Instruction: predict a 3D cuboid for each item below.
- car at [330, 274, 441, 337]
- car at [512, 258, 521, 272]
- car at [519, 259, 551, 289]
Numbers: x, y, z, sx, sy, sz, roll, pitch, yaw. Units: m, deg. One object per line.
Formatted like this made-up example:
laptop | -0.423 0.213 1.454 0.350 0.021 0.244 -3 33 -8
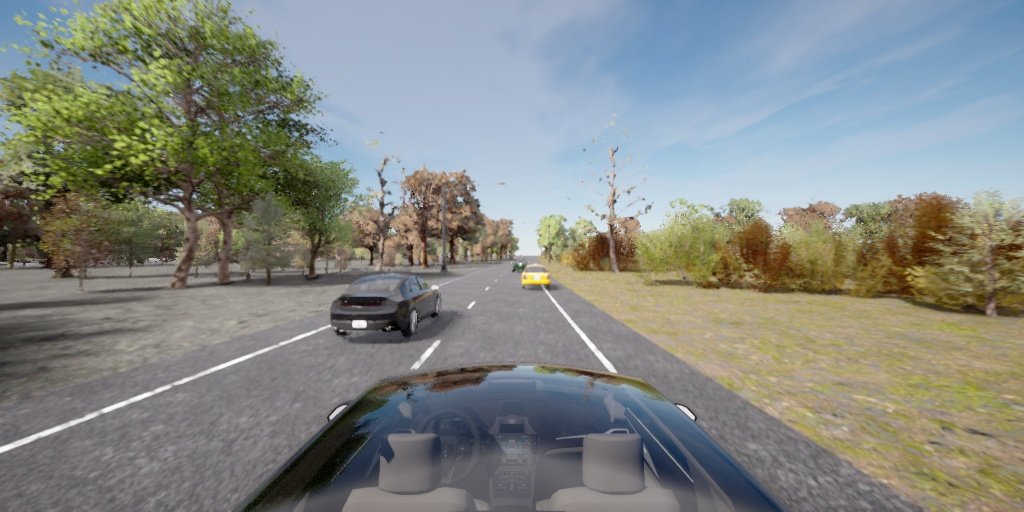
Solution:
car | -3.340 1.257 10.325 1.837 1.490 4.892 0 0 1
car | 1.154 1.129 46.309 2.097 1.767 4.553 0 0 3
car | 1.491 1.219 23.228 1.801 1.575 5.366 0 0 1
